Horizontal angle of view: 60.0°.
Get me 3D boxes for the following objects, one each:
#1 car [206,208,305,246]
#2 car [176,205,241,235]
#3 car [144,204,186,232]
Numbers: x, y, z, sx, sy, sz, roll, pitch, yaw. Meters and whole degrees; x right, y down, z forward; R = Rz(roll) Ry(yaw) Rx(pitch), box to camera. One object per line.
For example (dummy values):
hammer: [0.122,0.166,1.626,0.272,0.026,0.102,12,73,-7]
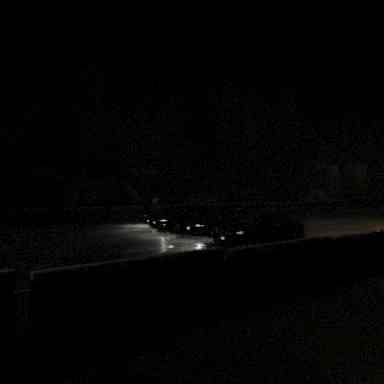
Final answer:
car: [3.138,1.602,14.829,4.674,1.442,1.812,0,0,-36]
car: [1.798,1.586,18.174,4.892,1.490,1.837,0,0,-35]
car: [-0.234,1.586,21.022,4.892,1.490,1.837,0,0,-35]
